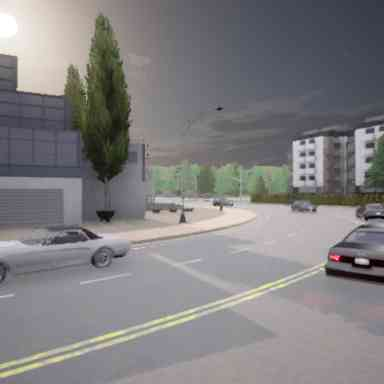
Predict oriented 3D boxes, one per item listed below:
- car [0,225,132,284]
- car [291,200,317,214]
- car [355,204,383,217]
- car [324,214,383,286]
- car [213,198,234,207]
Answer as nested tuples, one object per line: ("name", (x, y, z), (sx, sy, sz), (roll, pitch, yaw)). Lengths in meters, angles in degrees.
("car", (-4.256, 1.674, 9.760), (4.718, 1.301, 1.895), (0, 0, -41))
("car", (13.009, 1.672, 38.781), (2.128, 1.511, 4.902), (0, 0, 0))
("car", (15.223, 1.676, 28.194), (1.994, 1.385, 4.181), (0, 0, 15))
("car", (5.406, 1.585, 9.232), (2.033, 1.411, 5.357), (0, 0, 41))
("car", (5.430, 1.806, 57.348), (2.128, 1.511, 4.902), (0, -1, -26))
